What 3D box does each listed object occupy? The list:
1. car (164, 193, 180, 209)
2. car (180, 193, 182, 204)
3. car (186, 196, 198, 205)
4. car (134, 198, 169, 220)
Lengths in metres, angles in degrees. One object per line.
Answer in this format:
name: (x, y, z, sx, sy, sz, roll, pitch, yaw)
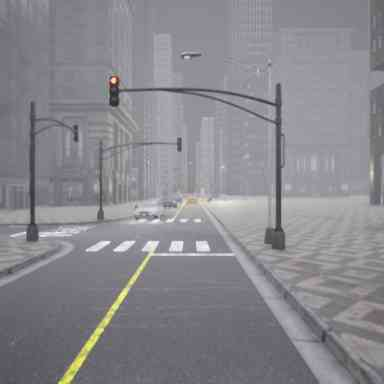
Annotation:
car: (-3.087, 1.300, 44.595, 2.097, 1.767, 4.553, 0, 0, 0)
car: (-3.001, 1.164, 62.967, 2.150, 2.045, 5.566, 0, 0, 0)
car: (-0.001, 1.417, 57.819, 1.882, 1.535, 5.008, 0, 0, 0)
car: (-3.479, 1.491, 27.979, 1.812, 1.442, 4.674, 0, 0, 5)
